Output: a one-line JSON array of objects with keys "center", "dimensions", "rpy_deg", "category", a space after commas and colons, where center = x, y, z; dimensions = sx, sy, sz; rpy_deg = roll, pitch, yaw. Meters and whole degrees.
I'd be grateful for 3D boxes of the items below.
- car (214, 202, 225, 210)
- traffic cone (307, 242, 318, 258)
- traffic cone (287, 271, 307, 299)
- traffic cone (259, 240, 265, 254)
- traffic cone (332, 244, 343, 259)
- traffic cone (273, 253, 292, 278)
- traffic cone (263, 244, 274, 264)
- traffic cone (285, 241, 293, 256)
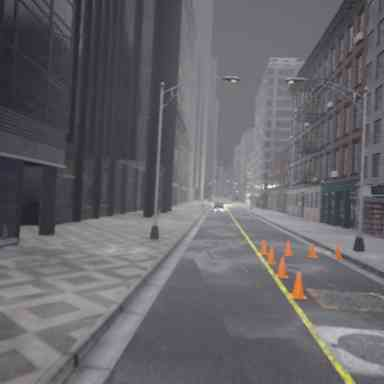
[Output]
[{"center": [5.129, 2.516, 62.885], "dimensions": [2.033, 1.411, 5.357], "rpy_deg": [3, -1, 5], "category": "car"}, {"center": [4.980, 2.373, 13.700], "dimensions": [0.340, 0.580, 0.340], "rpy_deg": [3, -1, 5], "category": "traffic cone"}, {"center": [2.520, 2.178, 7.877], "dimensions": [0.340, 0.580, 0.340], "rpy_deg": [3, -1, 5], "category": "traffic cone"}, {"center": [2.989, 2.273, 13.858], "dimensions": [0.340, 0.580, 0.340], "rpy_deg": [3, -1, 5], "category": "traffic cone"}, {"center": [5.975, 2.423, 13.621], "dimensions": [0.340, 0.580, 0.340], "rpy_deg": [3, -1, 5], "category": "traffic cone"}, {"center": [2.676, 2.210, 9.871], "dimensions": [0.340, 0.580, 0.340], "rpy_deg": [3, -1, 5], "category": "traffic cone"}, {"center": [2.832, 2.242, 11.864], "dimensions": [0.340, 0.580, 0.340], "rpy_deg": [3, -1, 5], "category": "traffic cone"}, {"center": [3.985, 2.323, 13.779], "dimensions": [0.340, 0.580, 0.340], "rpy_deg": [3, -1, 5], "category": "traffic cone"}]
